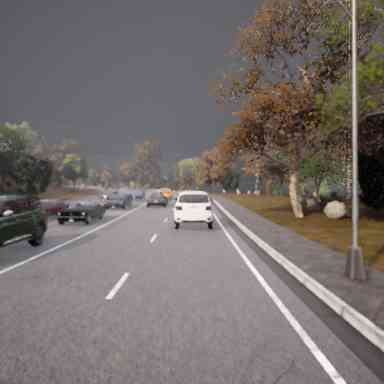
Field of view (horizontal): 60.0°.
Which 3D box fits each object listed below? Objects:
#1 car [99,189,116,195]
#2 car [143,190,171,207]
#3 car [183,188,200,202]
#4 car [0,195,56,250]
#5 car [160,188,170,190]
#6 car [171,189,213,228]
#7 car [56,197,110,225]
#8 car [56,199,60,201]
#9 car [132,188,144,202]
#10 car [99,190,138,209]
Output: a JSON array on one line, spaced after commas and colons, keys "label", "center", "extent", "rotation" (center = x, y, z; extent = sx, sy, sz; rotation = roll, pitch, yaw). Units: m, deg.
[{"label": "car", "center": [-10.572, 0.326, 42.710], "extent": [2.128, 1.511, 4.902], "rotation": [0, 2, -1]}, {"label": "car", "center": [-3.509, 0.783, 34.263], "extent": [1.994, 1.385, 4.181], "rotation": [0, 2, 0]}, {"label": "car", "center": [-0.104, 0.352, 43.745], "extent": [2.128, 1.511, 4.902], "rotation": [0, 2, -2]}, {"label": "car", "center": [-7.093, 1.149, 11.685], "extent": [2.150, 2.045, 5.566], "rotation": [0, 1, 0]}, {"label": "car", "center": [-3.787, 0.208, 47.037], "extent": [1.882, 1.535, 5.008], "rotation": [0, 2, -3]}, {"label": "car", "center": [0.095, 0.956, 20.289], "extent": [2.150, 2.045, 5.566], "rotation": [0, 2, 0]}, {"label": "car", "center": [-7.046, 1.292, 21.617], "extent": [1.895, 1.301, 4.718], "rotation": [0, 2, 0]}, {"label": "car", "center": [-10.516, 1.208, 24.100], "extent": [1.895, 1.301, 4.718], "rotation": [0, 2, 0]}, {"label": "car", "center": [-7.076, 0.284, 42.791], "extent": [1.882, 1.535, 5.008], "rotation": [0, 2, -1]}, {"label": "car", "center": [-7.009, 0.842, 32.304], "extent": [2.033, 1.411, 5.357], "rotation": [0, 2, 0]}]
